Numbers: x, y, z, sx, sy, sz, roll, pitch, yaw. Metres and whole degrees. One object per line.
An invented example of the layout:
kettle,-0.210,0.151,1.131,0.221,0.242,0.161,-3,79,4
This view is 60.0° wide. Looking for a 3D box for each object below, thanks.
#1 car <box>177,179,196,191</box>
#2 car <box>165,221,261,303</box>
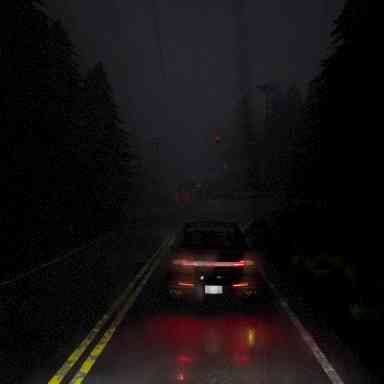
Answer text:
car,-0.697,-1.070,45.223,1.812,1.442,4.674,1,9,14
car,0.448,1.466,8.175,2.128,1.511,4.902,0,0,2
